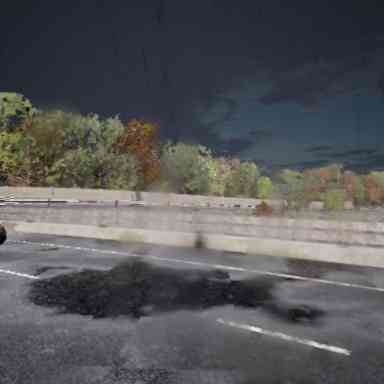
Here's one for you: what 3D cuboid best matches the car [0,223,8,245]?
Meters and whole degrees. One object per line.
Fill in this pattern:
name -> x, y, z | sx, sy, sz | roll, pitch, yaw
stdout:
car -> -9.569, 1.507, 13.603 | 4.181, 1.385, 1.994 | 0, 0, 28
